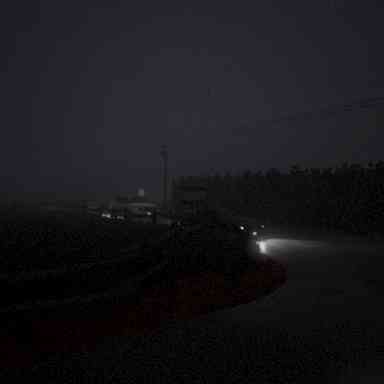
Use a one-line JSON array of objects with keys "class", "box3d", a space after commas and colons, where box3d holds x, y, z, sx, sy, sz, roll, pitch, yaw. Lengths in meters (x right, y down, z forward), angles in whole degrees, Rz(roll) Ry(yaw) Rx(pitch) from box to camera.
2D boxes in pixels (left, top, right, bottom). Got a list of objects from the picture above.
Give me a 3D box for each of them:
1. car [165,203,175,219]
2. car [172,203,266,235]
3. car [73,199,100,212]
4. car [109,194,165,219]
[{"class": "car", "box3d": [-2.275, 1.596, 28.709, 1.895, 1.301, 4.718, 0, 0, -35]}, {"class": "car", "box3d": [1.386, 1.543, 17.659, 2.033, 1.411, 5.357, 0, 0, -35]}, {"class": "car", "box3d": [-11.325, 1.486, 35.654, 2.128, 1.511, 4.902, 0, 0, -35]}, {"class": "car", "box3d": [-4.672, 1.218, 26.217, 2.150, 2.045, 5.566, 0, 0, -35]}]
